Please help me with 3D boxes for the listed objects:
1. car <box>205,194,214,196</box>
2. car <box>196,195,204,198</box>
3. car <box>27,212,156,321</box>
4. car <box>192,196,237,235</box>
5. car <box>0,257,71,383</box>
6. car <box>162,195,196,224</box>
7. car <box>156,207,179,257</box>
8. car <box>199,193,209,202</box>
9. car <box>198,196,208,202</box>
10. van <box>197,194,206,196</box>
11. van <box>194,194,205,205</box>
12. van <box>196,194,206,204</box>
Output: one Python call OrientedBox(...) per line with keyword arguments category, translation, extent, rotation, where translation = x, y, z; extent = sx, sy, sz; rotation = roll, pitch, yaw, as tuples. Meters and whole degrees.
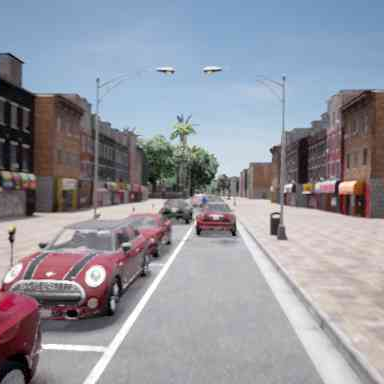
OrientedBox(category="car", translation=(3.200, 1.326, 44.211), extent=(2.097, 1.767, 4.553), rotation=(1, 0, 4))
OrientedBox(category="car", translation=(0.545, 1.515, 45.403), extent=(1.802, 1.307, 4.206), rotation=(1, 0, 4))
OrientedBox(category="car", translation=(-2.199, 1.392, 7.254), extent=(1.967, 1.590, 4.097), rotation=(1, 0, 4))
OrientedBox(category="car", translation=(1.375, 1.334, 18.853), extent=(2.097, 1.767, 4.553), rotation=(1, 0, 4))
OrientedBox(category="car", translation=(-2.591, 1.501, 1.804), extent=(1.887, 1.381, 4.507), rotation=(1, 0, 4))
OrientedBox(category="car", translation=(-1.072, 1.285, 24.466), extent=(2.097, 1.767, 4.553), rotation=(1, 0, 4))
OrientedBox(category="car", translation=(-1.808, 1.491, 12.705), extent=(1.887, 1.381, 4.507), rotation=(1, 0, 4))
OrientedBox(category="car", translation=(2.903, 1.280, 78.104), extent=(2.192, 1.841, 5.009), rotation=(1, 0, 4))
OrientedBox(category="car", translation=(2.507, 1.508, 72.654), extent=(2.008, 1.369, 4.403), rotation=(1, 0, 4))
OrientedBox(category="van", translation=(0.941, 1.279, 50.853), extent=(1.690, 1.788, 3.998), rotation=(1, 0, 4))
OrientedBox(category="van", translation=(1.333, 1.283, 56.304), extent=(1.690, 1.788, 3.998), rotation=(1, 0, 4))
OrientedBox(category="van", translation=(1.726, 1.288, 61.754), extent=(1.690, 1.788, 3.998), rotation=(1, 0, 4))
